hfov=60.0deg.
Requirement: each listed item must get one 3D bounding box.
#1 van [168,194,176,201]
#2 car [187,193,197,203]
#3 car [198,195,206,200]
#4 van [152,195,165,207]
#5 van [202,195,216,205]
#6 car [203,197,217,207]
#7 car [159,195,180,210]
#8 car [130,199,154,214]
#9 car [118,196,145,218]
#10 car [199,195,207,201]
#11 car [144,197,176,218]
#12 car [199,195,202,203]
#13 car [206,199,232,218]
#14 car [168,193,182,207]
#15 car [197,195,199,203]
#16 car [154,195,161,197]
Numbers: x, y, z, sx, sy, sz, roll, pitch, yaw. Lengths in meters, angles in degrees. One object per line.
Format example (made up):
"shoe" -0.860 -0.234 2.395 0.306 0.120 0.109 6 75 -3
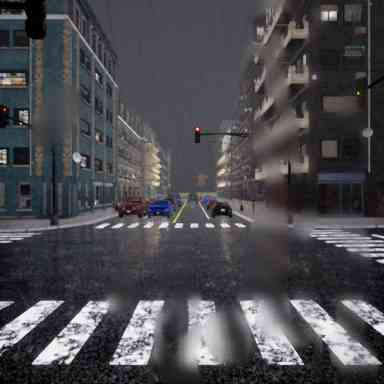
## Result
"van" -5.183 1.300 85.708 1.690 1.788 3.998 0 0 0
"car" 0.204 1.195 69.961 2.150 2.045 5.566 0 0 0
"car" 2.705 1.498 91.249 1.887 1.381 4.507 0 0 0
"van" -5.234 1.326 52.396 1.690 1.788 3.998 0 0 0
"van" 2.638 1.329 46.833 1.690 1.788 3.998 0 0 0
"car" 2.629 1.573 41.281 1.802 1.307 4.206 0 0 0
"car" -2.785 1.496 40.497 1.837 1.490 4.892 0 0 0
"car" -5.260 1.538 35.740 1.887 1.381 4.507 0 0 0
"car" -5.268 1.311 30.188 2.192 1.841 5.009 0 0 0
"car" 2.697 1.504 85.697 1.887 1.381 4.507 0 0 0
"car" -2.806 1.473 30.127 1.882 1.535 5.008 0 0 0
"car" 2.655 1.421 57.937 1.967 1.590 4.097 0 0 0
"car" 2.612 1.562 30.177 1.947 1.339 4.313 0 0 0
"car" -2.760 1.207 51.083 2.150 2.045 5.566 0 0 1
"car" 2.672 1.525 69.041 2.008 1.369 4.403 0 0 0
"car" -5.242 1.532 46.845 1.887 1.381 4.507 0 0 0
